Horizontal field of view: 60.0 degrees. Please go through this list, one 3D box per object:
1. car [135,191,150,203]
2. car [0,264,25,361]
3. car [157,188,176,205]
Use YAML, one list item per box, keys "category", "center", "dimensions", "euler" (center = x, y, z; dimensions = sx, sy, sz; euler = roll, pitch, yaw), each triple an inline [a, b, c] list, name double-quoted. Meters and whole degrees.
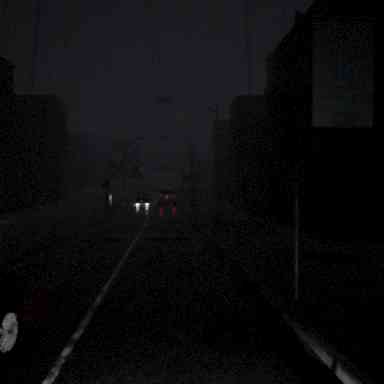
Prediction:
- category: "car"
  center: [-6.633, 0.565, 45.121]
  dimensions: [2.033, 1.411, 5.357]
  euler: [-1, 4, -4]
- category: "car"
  center: [-3.332, 1.537, 3.117]
  dimensions: [1.837, 1.490, 4.892]
  euler: [-1, 0, -3]
- category: "car"
  center: [-3.174, 0.437, 41.826]
  dimensions: [2.150, 2.045, 5.566]
  euler: [-1, 4, -5]
